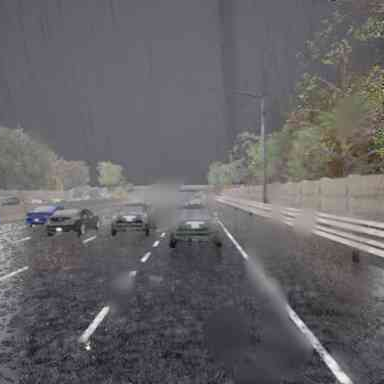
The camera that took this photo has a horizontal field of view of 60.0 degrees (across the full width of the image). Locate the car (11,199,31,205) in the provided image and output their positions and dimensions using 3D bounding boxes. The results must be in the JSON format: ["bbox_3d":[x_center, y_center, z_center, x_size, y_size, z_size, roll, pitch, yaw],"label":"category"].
[{"bbox_3d":[-24.077,2.095,49.123,1.895,1.301,4.718,-1,0,1],"label":"car"}]

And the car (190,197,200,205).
[{"bbox_3d":[0.619,1.717,63.878,1.895,1.301,4.718,-1,0,1],"label":"car"}]

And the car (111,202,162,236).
[{"bbox_3d":[-3.211,1.433,19.318,2.097,1.767,4.553,-1,0,1],"label":"car"}]

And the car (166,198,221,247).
[{"bbox_3d":[0.147,1.369,15.290,2.097,1.767,4.553,-1,0,1],"label":"car"}]

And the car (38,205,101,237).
[{"bbox_3d":[-6.713,1.646,19.233,1.837,1.490,4.892,-1,0,1],"label":"car"}]

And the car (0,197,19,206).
[{"bbox_3d":[-27.574,1.774,49.218,2.150,2.045,5.566,-1,0,1],"label":"car"}]

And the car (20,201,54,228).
[{"bbox_3d":[-10.161,1.685,24.287,1.882,1.535,5.008,-1,0,1],"label":"car"}]

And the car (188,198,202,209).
[{"bbox_3d":[0.455,1.594,47.206,1.812,1.442,4.674,-1,0,1],"label":"car"}]

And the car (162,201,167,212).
[{"bbox_3d":[-3.034,1.707,37.433,1.895,1.301,4.718,-1,0,1],"label":"car"}]
